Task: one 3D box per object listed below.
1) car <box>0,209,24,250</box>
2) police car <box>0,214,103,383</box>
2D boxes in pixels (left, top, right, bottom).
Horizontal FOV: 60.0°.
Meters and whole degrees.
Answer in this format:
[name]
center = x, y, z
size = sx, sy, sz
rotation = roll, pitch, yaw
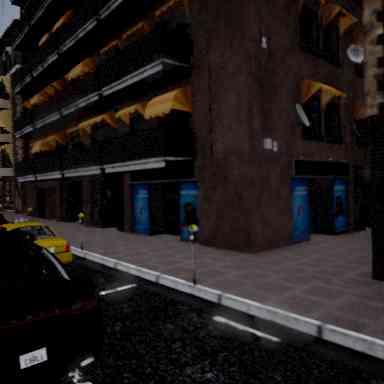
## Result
[car]
center = -8.865, 1.533, 14.160
size = 1.947, 1.339, 4.313
rotation = -2, 1, -42
[police car]
center = -3.248, 1.406, 5.137
size = 1.930, 1.638, 5.238
rotation = -2, 1, -42
